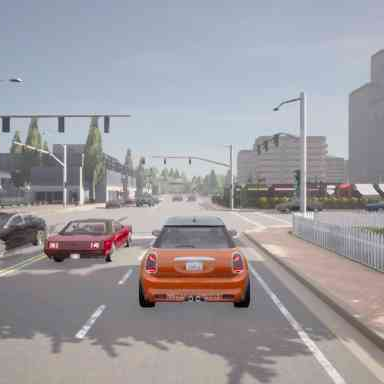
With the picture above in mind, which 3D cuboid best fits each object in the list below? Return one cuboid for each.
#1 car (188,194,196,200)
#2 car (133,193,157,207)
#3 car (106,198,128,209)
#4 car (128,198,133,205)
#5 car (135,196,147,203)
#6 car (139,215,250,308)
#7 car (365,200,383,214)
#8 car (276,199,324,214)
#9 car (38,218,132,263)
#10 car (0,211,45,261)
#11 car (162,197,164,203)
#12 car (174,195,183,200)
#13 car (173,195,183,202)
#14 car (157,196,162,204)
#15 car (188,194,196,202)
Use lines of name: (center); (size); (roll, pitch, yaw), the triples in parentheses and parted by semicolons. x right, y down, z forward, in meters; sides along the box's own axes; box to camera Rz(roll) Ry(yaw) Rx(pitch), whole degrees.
car: (-0.044, 1.398, 87.712); (2.128, 1.511, 4.902); (0, 0, 0)
car: (-7.121, 1.221, 51.161); (2.150, 2.045, 5.566); (0, 0, 1)
car: (-10.621, 1.564, 46.334); (1.994, 1.385, 4.181); (0, 0, 0)
car: (-10.611, 1.601, 56.657); (1.895, 1.301, 4.718); (0, 0, 0)
car: (-10.535, 1.560, 68.801); (1.994, 1.385, 4.181); (0, 0, 0)
car: (0.060, 1.352, 8.101); (2.097, 1.767, 4.553); (0, 0, 0)
car: (20.898, 1.478, 35.005); (5.008, 1.535, 1.882); (0, 0, -2)
car: (11.254, 1.491, 34.762); (4.902, 1.511, 2.128); (0, 0, -1)
car: (-3.422, 1.601, 11.996); (1.895, 1.301, 4.718); (0, 0, 0)
car: (-7.106, 1.491, 12.280); (2.128, 1.511, 4.902); (0, 0, 0)
car: (-7.036, 1.524, 71.309); (1.812, 1.442, 4.674); (0, 0, 0)
car: (-3.544, 1.425, 87.709); (1.994, 1.385, 4.181); (0, 0, 0)
car: (-3.539, 1.513, 77.754); (1.812, 1.442, 4.674); (0, 0, 0)
car: (-7.101, 1.564, 61.200); (1.994, 1.385, 4.181); (0, 0, 0)
car: (-0.039, 1.531, 77.437); (2.033, 1.411, 5.357); (0, 0, 0)
